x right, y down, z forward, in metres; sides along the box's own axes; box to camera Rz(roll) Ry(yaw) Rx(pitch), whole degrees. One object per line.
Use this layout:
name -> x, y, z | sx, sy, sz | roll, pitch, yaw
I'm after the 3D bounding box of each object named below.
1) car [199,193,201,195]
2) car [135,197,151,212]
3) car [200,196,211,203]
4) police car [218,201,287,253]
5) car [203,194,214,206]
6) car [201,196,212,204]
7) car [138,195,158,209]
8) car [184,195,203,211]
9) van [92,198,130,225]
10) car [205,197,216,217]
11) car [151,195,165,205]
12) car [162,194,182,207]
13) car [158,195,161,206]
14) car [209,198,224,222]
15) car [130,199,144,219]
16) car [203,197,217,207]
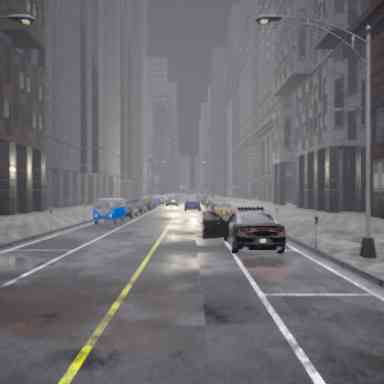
car -> 2.752, 1.250, 57.320 | 2.192, 1.841, 5.009 | 0, 0, 0
car -> -5.769, 1.526, 34.762 | 1.947, 1.339, 4.313 | 0, 0, 0
car -> 2.752, 1.489, 68.592 | 1.947, 1.339, 4.313 | 0, 0, 0
police car -> 2.365, 1.409, 13.653 | 1.930, 1.638, 5.238 | 0, 0, 0
car -> 2.754, 1.388, 46.046 | 1.967, 1.590, 4.097 | 0, 0, 0
car -> 2.752, 1.474, 62.956 | 1.887, 1.381, 4.507 | 0, 0, 0
car -> -5.771, 1.269, 40.398 | 2.192, 1.841, 5.009 | 0, 0, 0
car -> 0.066, 1.432, 39.584 | 1.882, 1.535, 5.008 | 0, 0, 0
van -> -5.768, 1.314, 23.489 | 1.690, 1.788, 3.998 | 0, 0, 0
car -> 2.756, 1.511, 34.774 | 2.008, 1.369, 4.403 | 0, 0, 0
car -> -5.772, 1.375, 57.309 | 1.967, 1.590, 4.097 | 0, 0, 0
car -> -3.018, 1.489, 51.457 | 2.033, 1.411, 5.357 | 0, 0, 1
car -> -5.771, 1.492, 46.036 | 1.887, 1.381, 4.507 | 0, 0, 0
car -> 2.756, 1.491, 29.308 | 1.752, 1.417, 4.829 | 0, 0, 0
car -> -5.768, 1.532, 29.126 | 1.947, 1.339, 4.313 | 0, 0, 0
car -> 2.754, 1.507, 51.683 | 1.947, 1.339, 4.313 | 0, 0, 0
